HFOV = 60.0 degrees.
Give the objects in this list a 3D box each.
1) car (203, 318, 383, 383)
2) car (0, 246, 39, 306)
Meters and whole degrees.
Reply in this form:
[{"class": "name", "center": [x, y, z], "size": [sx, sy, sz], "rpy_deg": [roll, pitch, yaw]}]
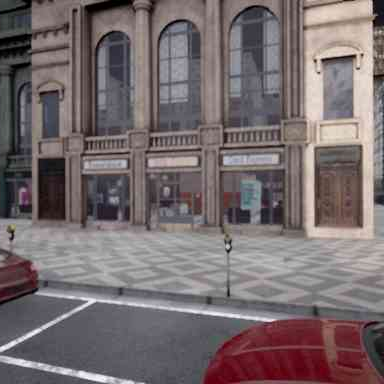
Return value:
[{"class": "car", "center": [2.513, 1.480, 2.115], "size": [5.008, 1.535, 1.882], "rpy_deg": [0, 0, 16]}, {"class": "car", "center": [-5.080, 1.587, 6.636], "size": [4.206, 1.307, 1.802], "rpy_deg": [0, 0, 18]}]
